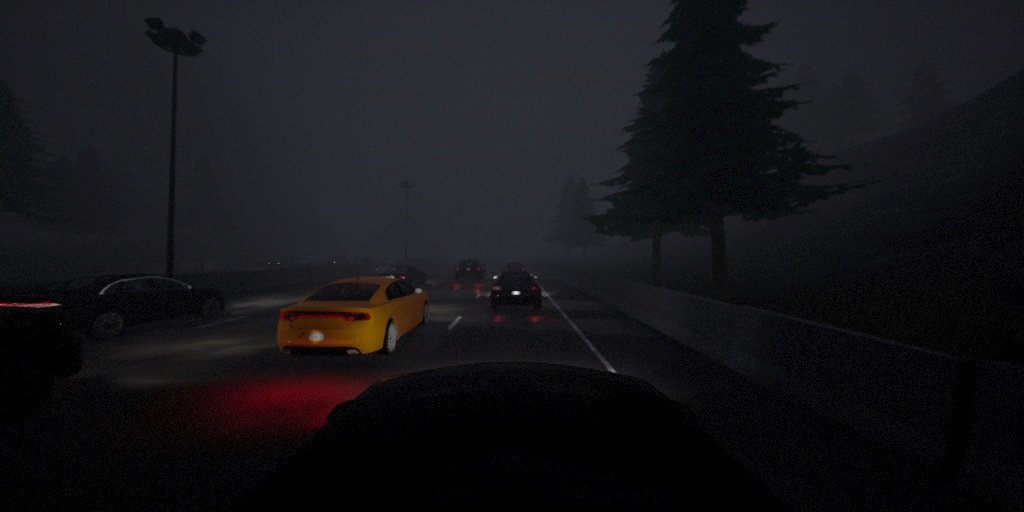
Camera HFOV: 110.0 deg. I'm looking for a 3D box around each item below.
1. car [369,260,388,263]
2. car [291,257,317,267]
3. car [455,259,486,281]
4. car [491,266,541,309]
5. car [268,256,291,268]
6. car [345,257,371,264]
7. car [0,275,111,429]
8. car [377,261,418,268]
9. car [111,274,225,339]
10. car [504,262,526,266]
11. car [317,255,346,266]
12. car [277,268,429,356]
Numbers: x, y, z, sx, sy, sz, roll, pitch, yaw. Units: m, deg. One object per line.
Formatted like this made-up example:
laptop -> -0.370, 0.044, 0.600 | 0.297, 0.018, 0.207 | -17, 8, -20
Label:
car -> -10.277, 1.157, 30.986 | 1.812, 1.442, 4.674 | 0, 1, 0
car -> -27.846, 0.857, 49.601 | 1.812, 1.442, 4.674 | 0, 1, 1
car -> -3.284, 1.016, 29.104 | 2.097, 1.767, 4.553 | 0, 0, 0
car -> 0.156, 1.319, 15.148 | 1.994, 1.385, 4.181 | 0, 0, 0
car -> -31.344, 0.831, 49.447 | 1.837, 1.490, 4.892 | 0, 1, 1
car -> -20.851, 0.868, 49.833 | 1.812, 1.442, 4.674 | 0, 1, 1
car -> -6.898, 0.959, 2.391 | 2.150, 2.045, 5.566 | 0, 0, 0
car -> -6.813, 1.253, 22.744 | 2.033, 1.411, 5.357 | 0, 0, 0
car -> -10.361, 1.232, 9.811 | 2.128, 1.511, 4.902 | 0, 0, 0
car -> 0.225, 1.217, 31.183 | 1.994, 1.385, 4.181 | 0, 1, 0
car -> -24.350, 0.691, 49.624 | 2.097, 1.767, 4.553 | 0, 1, 1
car -> -3.367, 1.232, 8.663 | 1.882, 1.535, 5.008 | 0, 0, 0
